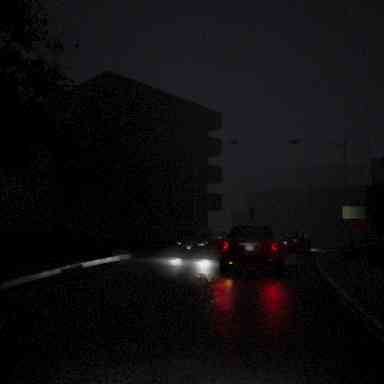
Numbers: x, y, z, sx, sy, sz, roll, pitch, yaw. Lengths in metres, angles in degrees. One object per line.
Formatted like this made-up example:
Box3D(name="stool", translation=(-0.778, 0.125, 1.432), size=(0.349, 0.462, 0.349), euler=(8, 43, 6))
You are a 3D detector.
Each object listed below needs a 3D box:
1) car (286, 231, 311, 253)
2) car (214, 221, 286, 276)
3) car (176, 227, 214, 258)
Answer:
Box3D(name="car", translation=(6.834, 3.393, 22.817), size=(1.994, 1.385, 4.181), euler=(-2, -7, 30))
Box3D(name="car", translation=(2.423, 2.034, 12.796), size=(2.097, 1.767, 4.553), euler=(-1, -6, 16))
Box3D(name="car", translation=(0.778, 2.756, 18.537), size=(1.837, 1.490, 4.892), euler=(-2, -7, 23))
